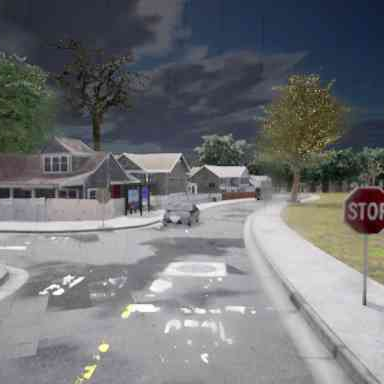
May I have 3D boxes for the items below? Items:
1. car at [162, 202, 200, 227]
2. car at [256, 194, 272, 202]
[{"bbox_3d":[-0.625,1.435,22.221,2.128,1.511,4.902,0,0,10],"label":"car"},{"bbox_3d":[13.485,1.027,61.931,2.033,1.411,5.357,1,1,29],"label":"car"}]
